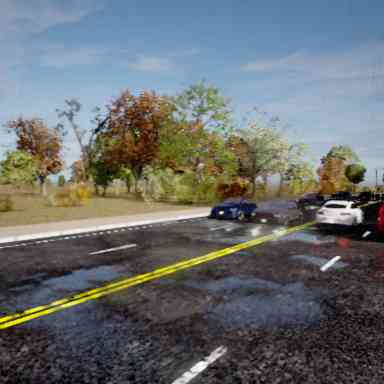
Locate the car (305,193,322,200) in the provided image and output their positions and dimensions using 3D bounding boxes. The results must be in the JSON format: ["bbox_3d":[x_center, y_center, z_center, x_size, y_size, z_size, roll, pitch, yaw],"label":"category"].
[{"bbox_3d":[14.145,0.834,38.940,2.033,1.411,5.357,1,2,34],"label":"car"}]

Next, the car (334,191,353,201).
[{"bbox_3d":[24.614,0.580,53.803,1.882,1.535,5.008,1,2,35],"label":"car"}]

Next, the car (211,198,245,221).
[{"bbox_3d":[2.984,1.093,22.564,1.994,1.385,4.181,1,2,35],"label":"car"}]

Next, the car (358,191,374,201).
[{"bbox_3d":[27.229,0.622,51.874,1.882,1.535,5.008,1,1,35],"label":"car"}]

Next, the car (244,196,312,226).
[{"bbox_3d":[5.444,1.149,20.400,2.033,1.411,5.357,1,1,35],"label":"car"}]

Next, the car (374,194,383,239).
[{"bbox_3d":[9.784,0.984,14.892,2.150,2.045,5.566,1,1,35],"label":"car"}]

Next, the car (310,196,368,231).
[{"bbox_3d":[8.186,1.200,18.311,1.812,1.442,4.674,1,2,35],"label":"car"}]

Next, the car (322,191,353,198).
[{"bbox_3d":[15.616,0.886,35.322,1.837,1.490,4.892,1,1,34],"label":"car"}]
